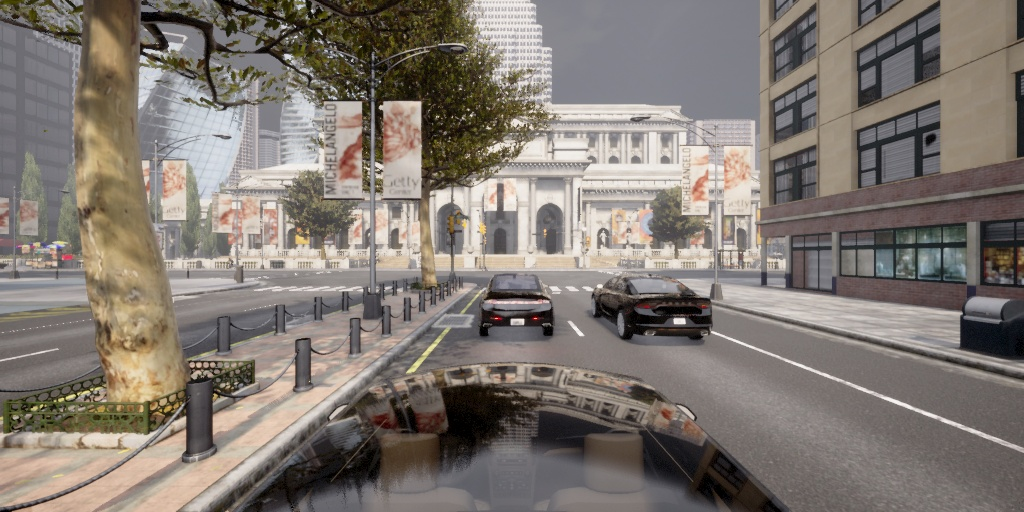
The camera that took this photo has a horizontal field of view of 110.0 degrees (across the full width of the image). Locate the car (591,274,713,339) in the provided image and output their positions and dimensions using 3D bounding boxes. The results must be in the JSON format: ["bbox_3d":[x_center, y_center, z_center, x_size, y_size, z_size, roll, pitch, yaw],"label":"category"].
[{"bbox_3d":[3.565,1.228,10.065,1.882,1.535,5.008,0,0,0],"label":"car"}]

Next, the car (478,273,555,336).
[{"bbox_3d":[0.080,1.242,10.332,2.128,1.511,4.902,0,0,-1],"label":"car"}]
